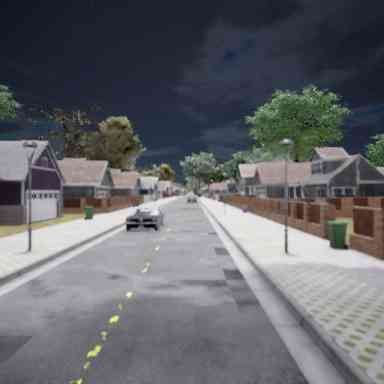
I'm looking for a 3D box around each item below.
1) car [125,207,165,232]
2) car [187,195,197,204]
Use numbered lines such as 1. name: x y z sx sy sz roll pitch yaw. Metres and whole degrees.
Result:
1. car: -2.776 1.599 20.398 1.895 1.301 4.718 0 0 0
2. car: 0.004 1.398 63.248 2.128 1.511 4.902 0 0 0
